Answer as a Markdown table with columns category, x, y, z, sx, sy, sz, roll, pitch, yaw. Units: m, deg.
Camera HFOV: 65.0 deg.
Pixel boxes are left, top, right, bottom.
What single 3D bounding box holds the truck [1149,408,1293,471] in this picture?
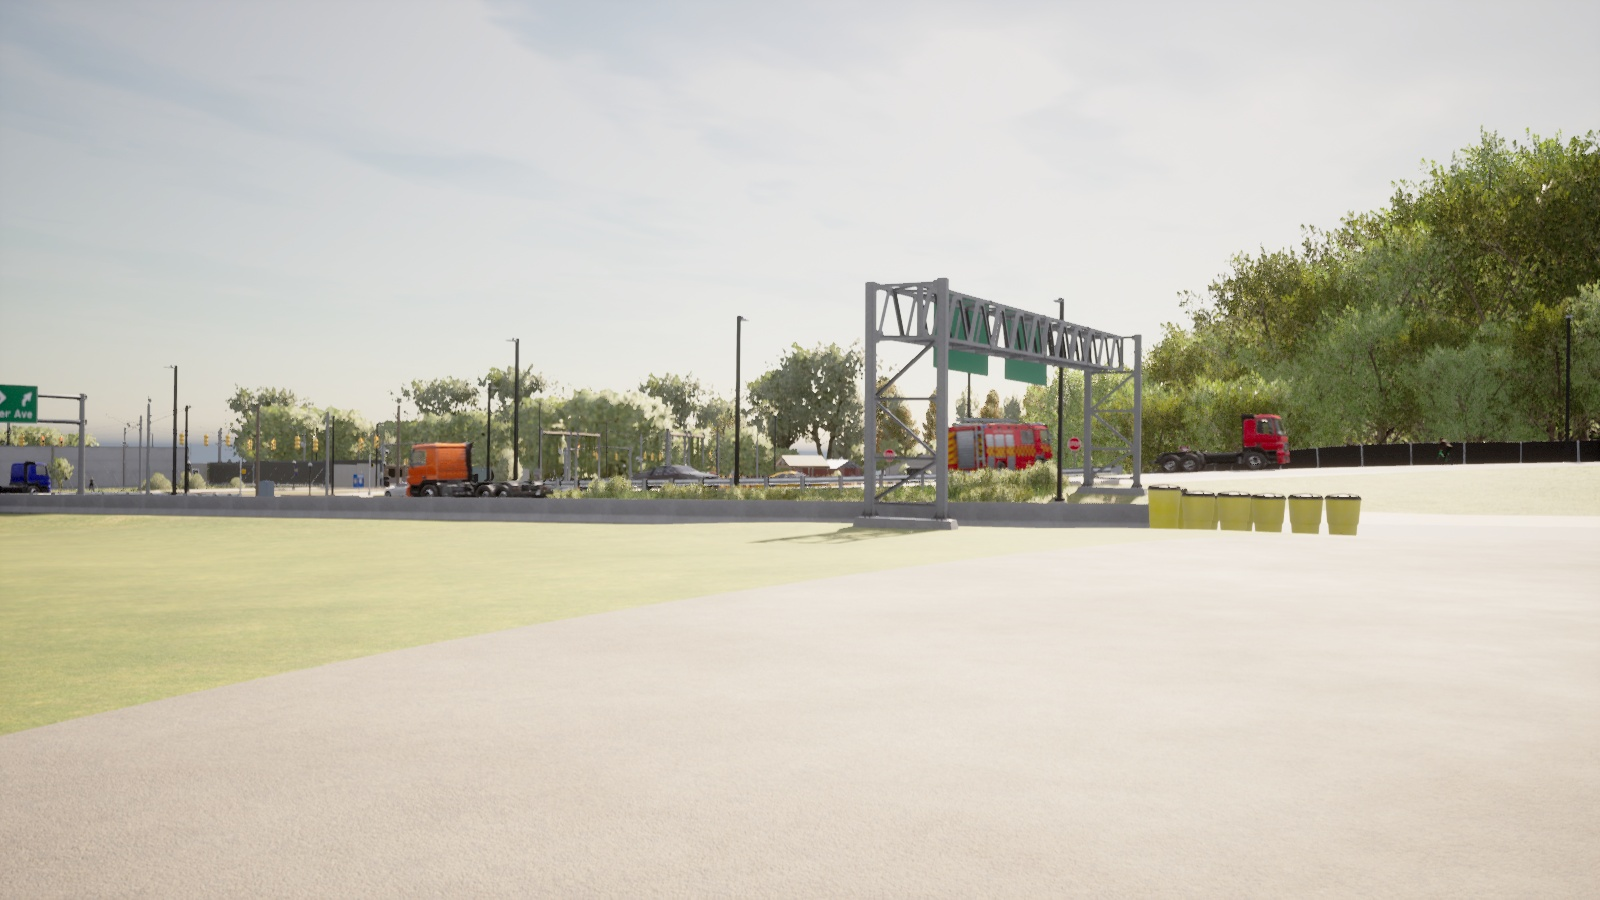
| category | x | y | z | sx | sy | sz | roll | pitch | yaw |
| --- | --- | --- | --- | --- | --- | --- | --- | --- | --- |
| truck | 26.066 | -0.599 | 77.852 | 7.936 | 3.462 | 2.891 | -3 | -2 | 28 |

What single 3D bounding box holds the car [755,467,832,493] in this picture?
| category | x | y | z | sx | sy | sz | roll | pitch | yaw |
| --- | --- | --- | --- | --- | --- | --- | --- | --- | --- |
| car | -0.482 | 2.202 | 91.497 | 5.366 | 1.575 | 1.801 | -4 | -2 | 29 |

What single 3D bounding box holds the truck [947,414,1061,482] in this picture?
| category | x | y | z | sx | sy | sz | roll | pitch | yaw |
| --- | --- | --- | --- | --- | --- | --- | --- | --- | --- |
| truck | 12.724 | -0.144 | 77.818 | 2.891 | 3.827 | 8.468 | -5 | -2 | 39 |

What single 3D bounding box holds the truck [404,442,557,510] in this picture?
| category | x | y | z | sx | sy | sz | roll | pitch | yaw |
| --- | --- | --- | --- | --- | --- | --- | --- | --- | --- |
| truck | -16.984 | 1.392 | 66.578 | 7.936 | 3.462 | 2.891 | -1 | -1 | 28 |

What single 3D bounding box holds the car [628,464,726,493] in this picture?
| category | x | y | z | sx | sy | sz | roll | pitch | yaw |
| --- | --- | --- | --- | --- | --- | --- | --- | --- | --- |
| car | -6.742 | 1.566 | 68.450 | 5.357 | 1.411 | 2.033 | -3 | -2 | 37 |
